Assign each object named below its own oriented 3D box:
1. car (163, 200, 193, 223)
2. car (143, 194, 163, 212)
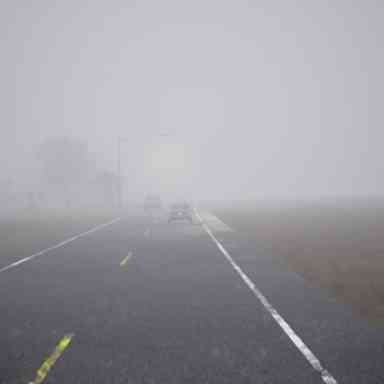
[{"bbox_3d":[-0.908,1.589,25.936,2.033,1.411,5.357,-1,0,-2],"label":"car"},{"bbox_3d":[-4.779,1.326,41.460,2.150,2.045,5.566,-1,0,0],"label":"car"}]
